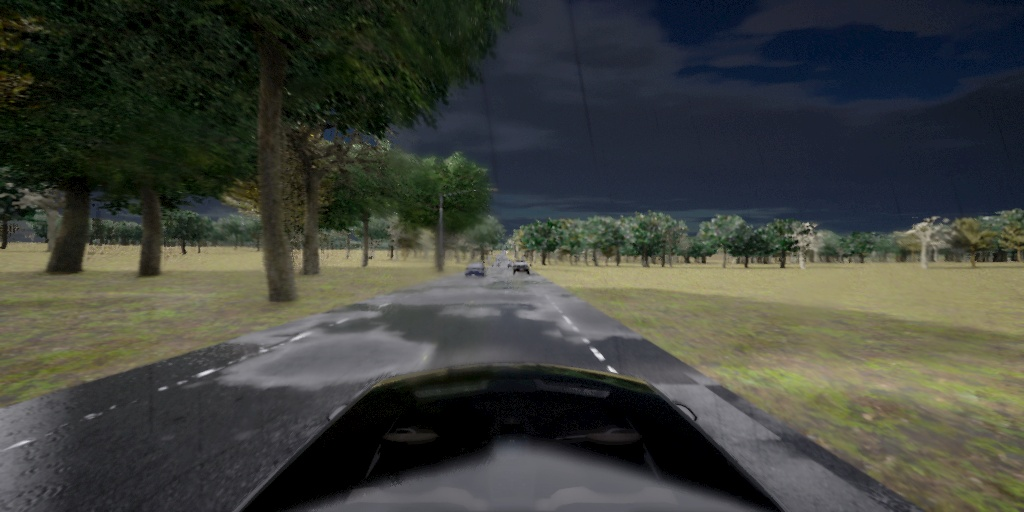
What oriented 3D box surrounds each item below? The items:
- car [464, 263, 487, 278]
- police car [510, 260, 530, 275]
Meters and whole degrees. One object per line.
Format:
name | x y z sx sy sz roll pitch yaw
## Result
car | -3.554 1.393 36.132 2.033 1.411 5.357 0 0 1
police car | 1.058 1.312 41.974 1.930 1.638 5.238 0 0 0
